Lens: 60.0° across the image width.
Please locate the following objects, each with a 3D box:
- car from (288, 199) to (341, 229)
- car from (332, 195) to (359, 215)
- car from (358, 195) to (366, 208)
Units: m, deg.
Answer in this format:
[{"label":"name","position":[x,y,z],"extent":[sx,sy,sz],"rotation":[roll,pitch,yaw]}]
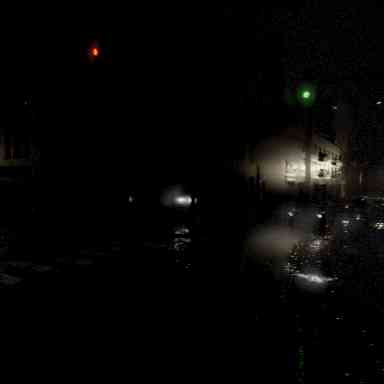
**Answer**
[{"label":"car","position":[7.044,1.273,19.184],"extent":[1.895,1.301,4.718],"rotation":[1,1,32]},{"label":"car","position":[12.438,1.159,27.798],"extent":[1.895,1.301,4.718],"rotation":[1,1,32]},{"label":"car","position":[17.762,1.014,36.290],"extent":[1.994,1.385,4.181],"rotation":[1,1,32]}]
